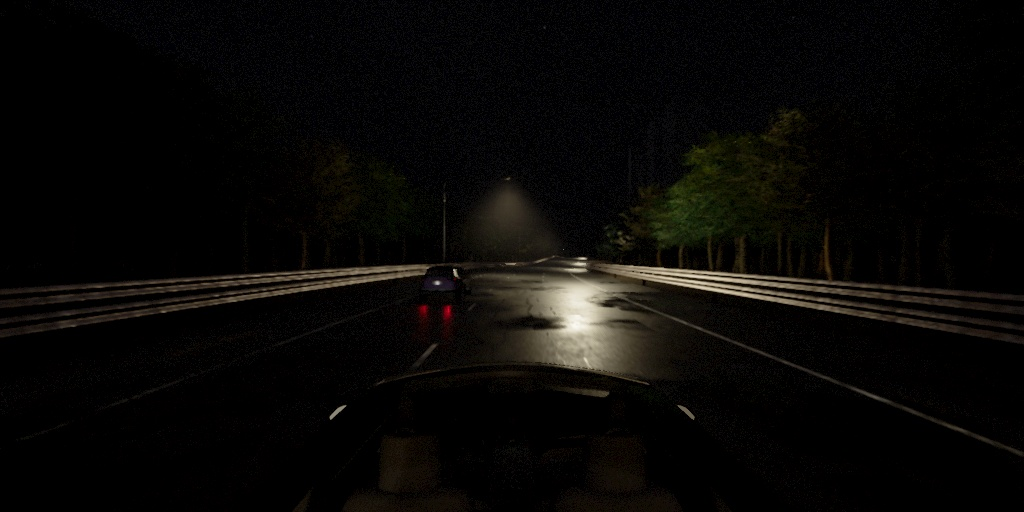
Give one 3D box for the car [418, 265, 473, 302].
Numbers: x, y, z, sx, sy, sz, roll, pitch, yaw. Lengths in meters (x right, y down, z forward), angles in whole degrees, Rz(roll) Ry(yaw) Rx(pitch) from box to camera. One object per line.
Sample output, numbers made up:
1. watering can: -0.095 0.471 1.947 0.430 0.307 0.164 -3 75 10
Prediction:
1. car: -3.108 1.228 17.539 2.033 1.649 4.856 0 0 2
